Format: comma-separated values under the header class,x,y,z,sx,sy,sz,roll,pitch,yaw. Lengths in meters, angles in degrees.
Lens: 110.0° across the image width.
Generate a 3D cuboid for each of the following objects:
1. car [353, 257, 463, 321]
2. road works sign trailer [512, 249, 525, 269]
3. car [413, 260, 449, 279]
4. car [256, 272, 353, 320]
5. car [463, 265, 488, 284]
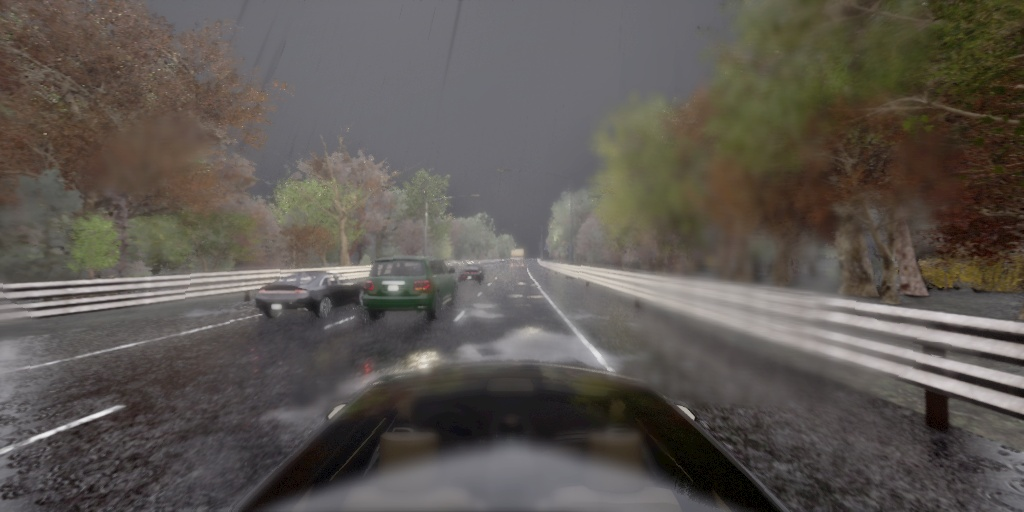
class,x,y,z,sx,sy,sz,roll,pitch,yaw
car,-3.346,1.052,12.941,2.150,2.045,5.566,0,0,0
road works sign trailer,1.224,0.575,64.804,2.380,3.560,2.880,0,0,3
car,-6.688,1.113,30.169,1.994,1.385,4.181,-2,-1,1
car,-6.850,1.320,12.940,2.128,1.511,4.902,0,0,1
car,-3.110,1.481,29.539,1.837,1.490,4.892,0,-1,0
